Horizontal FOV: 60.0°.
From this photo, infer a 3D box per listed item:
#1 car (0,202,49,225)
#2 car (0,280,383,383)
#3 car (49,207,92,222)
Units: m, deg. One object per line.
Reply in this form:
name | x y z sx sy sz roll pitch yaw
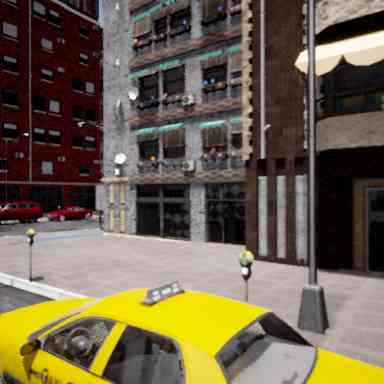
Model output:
car | -15.402 1.820 28.486 2.192 1.841 5.009 -1 -2 35
car | -0.476 1.542 3.211 4.829 1.417 1.752 -1 0 35
car | -12.110 2.153 33.128 1.887 1.381 4.507 -1 -2 35
